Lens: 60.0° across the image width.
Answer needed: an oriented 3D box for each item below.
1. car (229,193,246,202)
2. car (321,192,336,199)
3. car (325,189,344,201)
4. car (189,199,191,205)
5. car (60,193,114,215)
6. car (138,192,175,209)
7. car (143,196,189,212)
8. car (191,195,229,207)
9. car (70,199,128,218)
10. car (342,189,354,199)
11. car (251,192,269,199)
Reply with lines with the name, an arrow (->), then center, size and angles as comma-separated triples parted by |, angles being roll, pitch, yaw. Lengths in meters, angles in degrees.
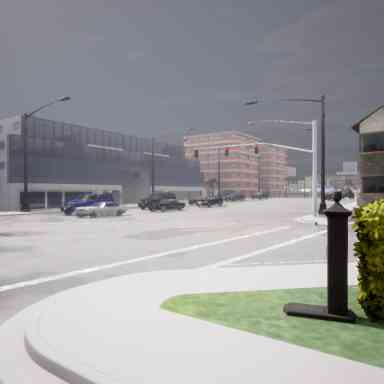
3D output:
car -> 7.544, 0.901, 58.079 | 2.033, 1.411, 5.357 | 0, 1, 35
car -> 28.629, 0.724, 69.721 | 1.812, 1.442, 4.674 | 0, -1, 35
car -> 24.114, 0.708, 57.011 | 1.837, 1.490, 4.892 | 0, 0, 35
car -> 1.423, 1.247, 49.370 | 1.895, 1.301, 4.718 | 0, 2, 35
car -> -10.120, 1.171, 32.903 | 2.150, 2.045, 5.566 | 0, 0, 35
car -> -4.180, 1.072, 41.378 | 2.150, 2.045, 5.566 | 0, 1, 36
car -> -2.826, 1.493, 37.210 | 1.895, 1.301, 4.718 | 0, 1, 35
car -> 2.443, 1.217, 44.727 | 2.128, 1.511, 4.902 | 0, 1, 35
car -> -8.083, 1.555, 29.706 | 1.895, 1.301, 4.718 | 0, 0, 35
car -> 31.540, 0.426, 67.778 | 2.150, 2.045, 5.566 | 0, -1, 35
car -> 13.714, 0.733, 66.763 | 2.033, 1.411, 5.357 | 0, 0, 36
